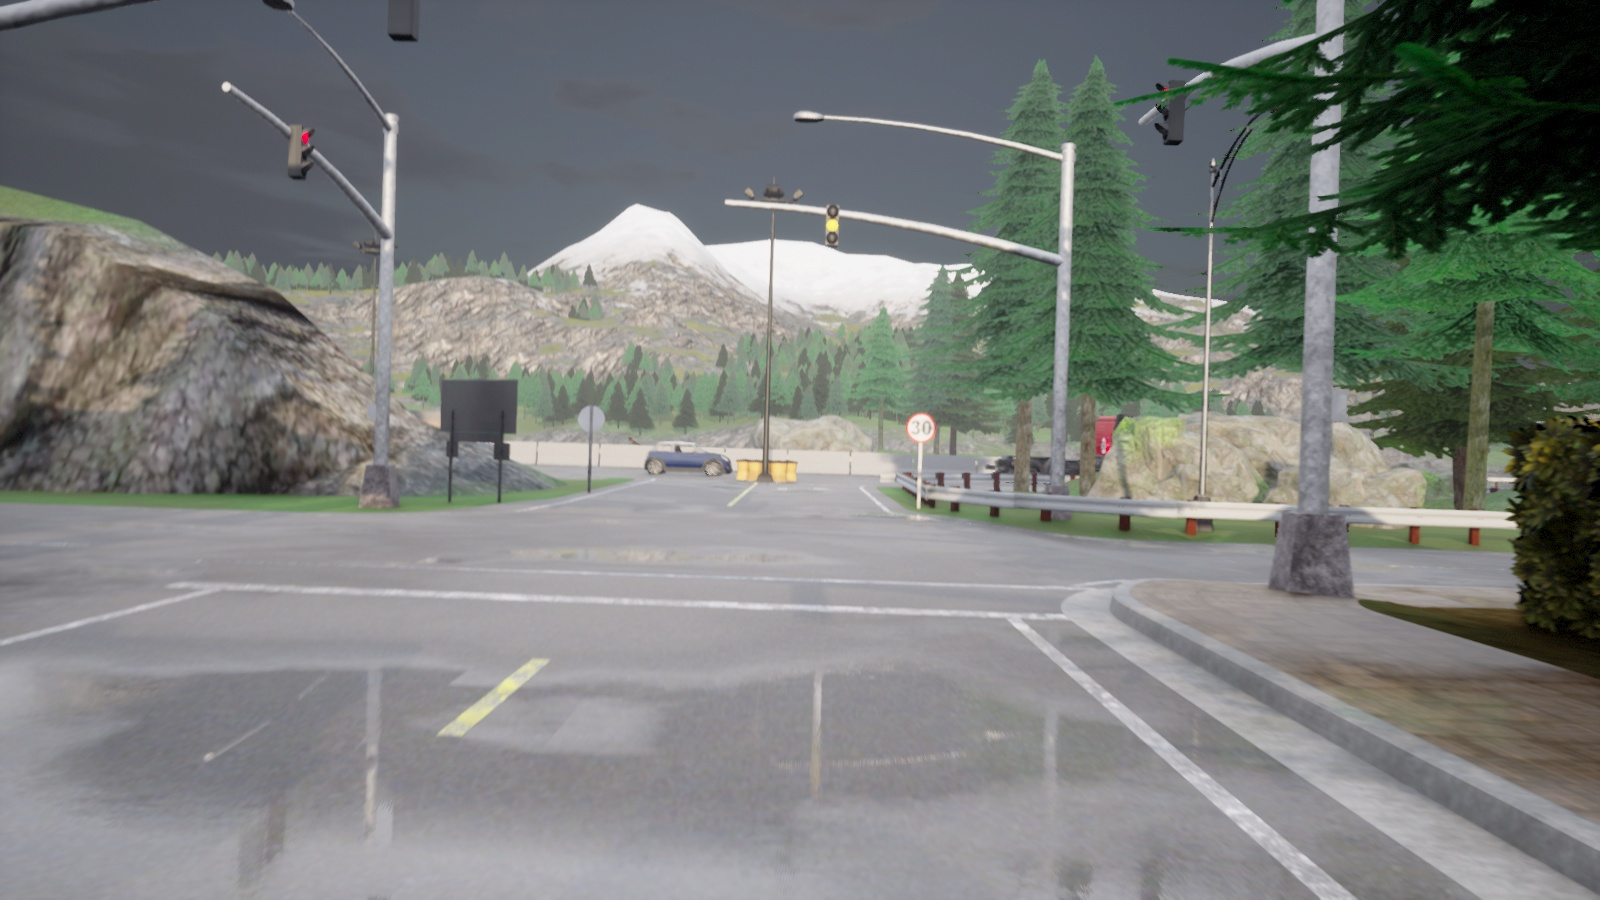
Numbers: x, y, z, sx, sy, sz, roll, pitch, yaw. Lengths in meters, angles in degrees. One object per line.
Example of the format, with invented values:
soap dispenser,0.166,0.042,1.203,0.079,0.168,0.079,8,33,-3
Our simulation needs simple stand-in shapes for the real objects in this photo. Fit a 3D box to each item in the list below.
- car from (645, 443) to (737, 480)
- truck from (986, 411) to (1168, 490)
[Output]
car,-4.773,0.484,55.198,3.806,1.475,1.970,2,0,1
truck,13.150,0.047,59.803,7.936,3.462,2.891,2,0,-14
